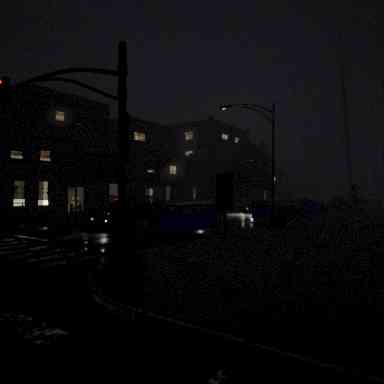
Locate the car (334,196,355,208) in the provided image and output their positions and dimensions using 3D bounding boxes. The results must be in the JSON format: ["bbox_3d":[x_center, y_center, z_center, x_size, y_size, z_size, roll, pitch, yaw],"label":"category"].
[{"bbox_3d":[22.114,1.497,49.288,2.192,1.841,5.009,0,0,35],"label":"car"}]

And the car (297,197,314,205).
[{"bbox_3d":[21.621,1.706,63.155,1.887,1.381,4.507,0,0,35],"label":"car"}]

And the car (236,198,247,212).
[{"bbox_3d":[7.488,1.575,38.533,2.128,1.511,4.902,1,0,35],"label":"car"}]

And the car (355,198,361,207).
[{"bbox_3d":[25.290,1.517,53.805,2.192,1.841,5.009,0,0,35],"label":"car"}]

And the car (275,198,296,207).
[{"bbox_3d":[15.268,1.666,54.122,1.887,1.381,4.507,0,0,35],"label":"car"}]

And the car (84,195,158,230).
[{"bbox_3d":[-4.281,1.248,21.814,2.150,2.045,5.566,1,0,35],"label":"car"}]

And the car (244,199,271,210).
[{"bbox_3d":[8.915,1.629,45.090,1.887,1.381,4.507,0,0,35],"label":"car"}]

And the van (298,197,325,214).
[{"bbox_3d":[12.584,1.469,35.737,1.690,1.788,3.998,0,0,35],"label":"van"}]

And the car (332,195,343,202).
[{"bbox_3d":[37.502,1.713,85.739,1.967,1.590,4.097,0,0,35],"label":"car"}]

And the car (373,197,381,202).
[{"bbox_3d":[44.347,1.899,80.904,1.947,1.339,4.313,0,0,35],"label":"car"}]

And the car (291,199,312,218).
[{"bbox_3d":[9.407,1.655,31.220,1.887,1.381,4.507,0,0,35],"label":"car"}]

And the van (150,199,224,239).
[{"bbox_3d":[-0.121,1.407,17.670,1.690,1.788,3.998,0,0,35],"label":"van"}]

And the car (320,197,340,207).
[{"bbox_3d":[22.747,1.658,54.689,1.882,1.535,5.008,1,0,35],"label":"car"}]

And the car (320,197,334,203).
[{"bbox_3d":[31.149,1.792,76.706,1.947,1.339,4.313,0,0,35],"label":"car"}]

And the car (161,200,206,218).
[{"bbox_3d":[-0.711,1.559,31.400,1.752,1.417,4.829,0,0,35],"label":"car"}]

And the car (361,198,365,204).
[{"bbox_3d":[28.563,1.748,58.460,1.752,1.417,4.829,0,0,35],"label":"car"}]

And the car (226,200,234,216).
[{"bbox_3d":[1.530,1.530,30.077,1.882,1.535,5.008,1,0,35],"label":"car"}]

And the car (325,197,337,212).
[{"bbox_3d":[15.858,1.671,40.393,1.752,1.417,4.829,0,0,35],"label":"car"}]

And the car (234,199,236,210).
[{"bbox_3d":[5.740,1.507,40.573,1.967,1.590,4.097,0,0,35],"label":"car"}]

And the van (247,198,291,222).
[{"bbox_3d":[6.232,1.436,26.704,1.690,1.788,3.998,0,0,35],"label":"van"}]

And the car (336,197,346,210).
[{"bbox_3d":[18.936,1.729,44.770,1.947,1.339,4.313,0,0,35],"label":"car"}]

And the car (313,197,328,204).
[{"bbox_3d":[27.875,1.729,72.050,1.752,1.417,4.829,0,0,35],"label":"car"}]

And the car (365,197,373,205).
[{"bbox_3d":[34.818,1.810,67.354,1.887,1.381,4.507,0,0,35],"label":"car"}]
